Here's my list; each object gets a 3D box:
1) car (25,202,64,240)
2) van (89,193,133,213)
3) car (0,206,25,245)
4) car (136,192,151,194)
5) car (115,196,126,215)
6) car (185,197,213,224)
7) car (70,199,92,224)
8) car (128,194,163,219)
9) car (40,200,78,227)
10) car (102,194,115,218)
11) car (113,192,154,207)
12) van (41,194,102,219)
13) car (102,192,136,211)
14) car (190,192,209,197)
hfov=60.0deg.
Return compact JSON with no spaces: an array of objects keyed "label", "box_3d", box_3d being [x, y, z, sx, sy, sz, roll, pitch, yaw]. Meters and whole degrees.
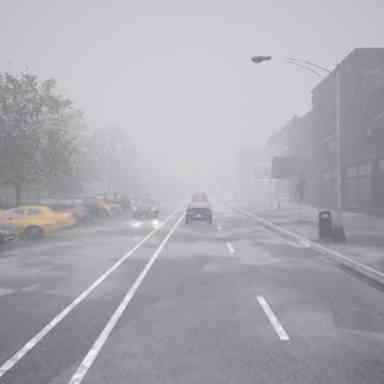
[{"label":"car","box_3d":[-9.088,1.462,15.649,5.366,1.575,1.946,-1,0,-19]},{"label":"van","box_3d":[-8.861,1.148,36.277,4.442,1.987,1.878,-1,1,-19]},{"label":"car","box_3d":[-9.331,1.475,12.617,4.892,1.521,2.231,-1,0,-19]},{"label":"car","box_3d":[-8.510,1.057,45.212,5.566,2.045,2.435,-1,0,-19]},{"label":"car","box_3d":[-8.906,1.407,30.408,5.008,1.535,2.097,-1,0,-19]},{"label":"car","box_3d":[0.515,1.425,24.668,1.882,1.535,5.008,0,0,1]},{"label":"car","box_3d":[-9.144,1.478,21.509,4.792,1.488,2.163,-1,0,-19]},{"label":"car","box_3d":[-3.744,1.283,28.422,2.097,1.767,4.553,0,0,1]},{"label":"car","box_3d":[-9.369,1.458,18.498,5.366,1.575,1.946,-1,0,-19]},{"label":"car","box_3d":[-9.002,1.297,27.434,4.553,1.767,2.185,-1,0,-19]},{"label":"car","box_3d":[-8.484,1.037,48.140,5.566,2.045,2.435,-1,1,-18]},{"label":"van","box_3d":[-9.154,1.212,24.438,4.442,1.987,1.878,-1,1,-19]},{"label":"car","box_3d":[-8.857,1.139,33.350,5.566,2.045,2.435,-1,1,-19]},{"label":"car","box_3d":[0.961,1.059,42.968,2.150,2.045,5.566,0,0,1]}]
